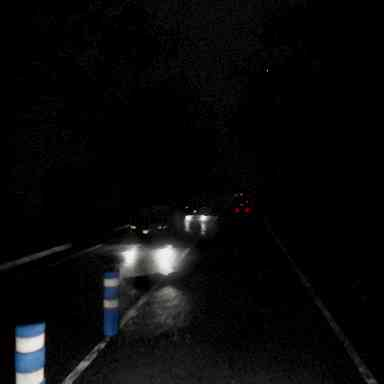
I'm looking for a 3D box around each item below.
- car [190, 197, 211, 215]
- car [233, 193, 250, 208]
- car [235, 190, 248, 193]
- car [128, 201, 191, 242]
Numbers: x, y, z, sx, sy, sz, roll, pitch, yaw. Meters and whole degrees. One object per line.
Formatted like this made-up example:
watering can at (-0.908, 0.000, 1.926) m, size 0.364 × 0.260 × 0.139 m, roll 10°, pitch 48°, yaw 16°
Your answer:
car at (0.656, 1.148, 29.535) m, size 2.033 × 1.411 × 5.357 m, roll 1°, pitch 1°, yaw 9°
car at (5.887, 1.109, 39.248) m, size 1.895 × 1.301 × 4.718 m, roll 1°, pitch 1°, yaw 9°
car at (7.363, 0.669, 49.468) m, size 2.150 × 2.045 × 5.566 m, roll 1°, pitch 0°, yaw 9°
car at (-1.489, 1.326, 15.629) m, size 1.837 × 1.490 × 4.892 m, roll 1°, pitch 0°, yaw 9°
